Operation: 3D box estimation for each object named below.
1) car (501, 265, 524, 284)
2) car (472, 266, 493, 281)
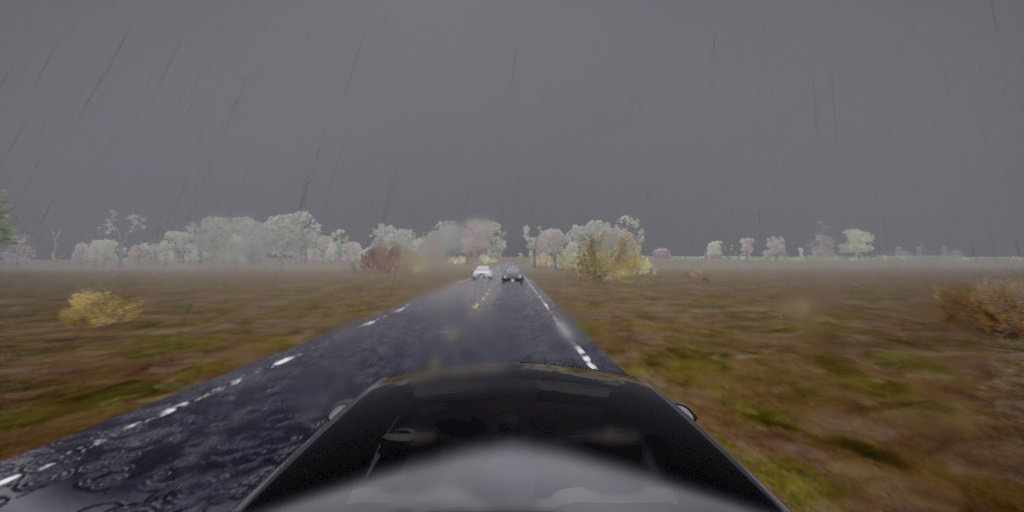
[{"bbox_3d":[0.070,1.756,31.702,1.895,1.301,4.718,0,-1,1],"label":"car"},{"bbox_3d":[-2.963,1.753,36.968,1.812,1.442,4.674,0,-1,0],"label":"car"}]
